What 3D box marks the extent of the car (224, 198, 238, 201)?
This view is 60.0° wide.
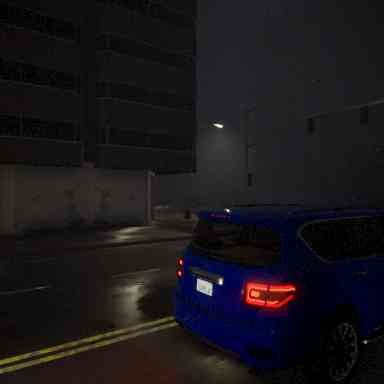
[{"bbox_3d":[5.392,1.491,39.676,2.128,1.511,4.902,0,0,-36],"label":"car"}]

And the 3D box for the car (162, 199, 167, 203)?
[{"bbox_3d":[-6.002,1.528,55.422,1.837,1.490,4.892,0,0,-36],"label":"car"}]

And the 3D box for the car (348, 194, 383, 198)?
[{"bbox_3d":[15.626,1.223,27.541,5.566,2.045,2.150,0,0,38],"label":"car"}]

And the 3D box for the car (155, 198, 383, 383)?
[{"bbox_3d":[2.348,1.221,5.483,5.566,2.045,2.150,0,0,-35],"label":"car"}]

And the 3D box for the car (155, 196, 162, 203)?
[{"bbox_3d":[-7.240,1.548,51.134,2.033,1.411,5.357,0,0,-36],"label":"car"}]

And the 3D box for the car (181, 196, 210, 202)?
[{"bbox_3d":[0.188,1.352,53.043,2.097,1.767,4.553,0,0,-36],"label":"car"}]

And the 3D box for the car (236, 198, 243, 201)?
[{"bbox_3d":[6.637,1.564,32.038,1.994,1.385,4.181,0,0,-36],"label":"car"}]

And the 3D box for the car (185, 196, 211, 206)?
[{"bbox_3d":[1.029,1.478,57.832,1.882,1.535,5.008,0,0,-36],"label":"car"}]
